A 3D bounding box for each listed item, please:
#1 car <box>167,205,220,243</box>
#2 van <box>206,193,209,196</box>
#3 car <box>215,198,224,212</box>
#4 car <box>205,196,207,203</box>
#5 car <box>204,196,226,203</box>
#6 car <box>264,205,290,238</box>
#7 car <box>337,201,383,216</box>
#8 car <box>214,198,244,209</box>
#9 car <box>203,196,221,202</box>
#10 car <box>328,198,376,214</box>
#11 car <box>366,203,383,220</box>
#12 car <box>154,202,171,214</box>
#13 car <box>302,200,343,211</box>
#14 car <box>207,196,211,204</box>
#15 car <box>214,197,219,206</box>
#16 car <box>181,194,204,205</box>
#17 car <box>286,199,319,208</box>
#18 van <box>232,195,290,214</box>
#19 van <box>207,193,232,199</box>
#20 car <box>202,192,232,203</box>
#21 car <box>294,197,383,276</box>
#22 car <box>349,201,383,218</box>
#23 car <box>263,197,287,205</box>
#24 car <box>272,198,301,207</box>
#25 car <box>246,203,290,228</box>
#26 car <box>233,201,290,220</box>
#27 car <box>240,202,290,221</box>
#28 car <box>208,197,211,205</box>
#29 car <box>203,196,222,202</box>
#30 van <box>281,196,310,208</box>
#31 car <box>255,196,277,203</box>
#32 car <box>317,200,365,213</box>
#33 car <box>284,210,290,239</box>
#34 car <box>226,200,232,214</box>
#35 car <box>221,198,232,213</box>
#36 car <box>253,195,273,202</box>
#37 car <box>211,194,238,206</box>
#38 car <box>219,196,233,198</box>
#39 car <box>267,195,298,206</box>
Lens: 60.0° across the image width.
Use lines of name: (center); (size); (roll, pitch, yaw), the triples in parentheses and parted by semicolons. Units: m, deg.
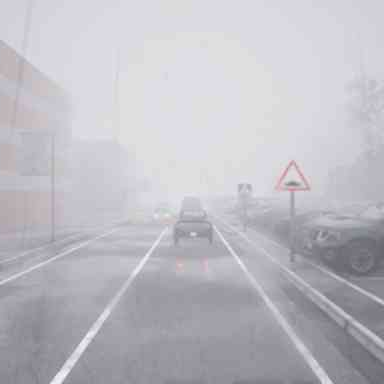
car: (0.053, 1.642, 16.928); (2.128, 1.511, 4.902); (0, 0, 0)
van: (5.636, 1.702, 69.354); (4.442, 1.987, 1.878); (0, 0, -1)
car: (5.750, 1.767, 38.251); (5.366, 1.575, 1.946); (0, -1, -1)
car: (5.559, 1.992, 66.529); (4.674, 1.452, 2.002); (0, 0, -1)
car: (5.553, 1.829, 80.658); (5.366, 1.575, 1.946); (0, 0, -1)
car: (6.233, 1.560, 15.651); (5.008, 1.535, 2.097); (0, -1, -1)
car: (18.533, 1.745, 35.791); (5.008, 1.535, 2.097); (0, -1, -1)
car: (5.778, 1.774, 52.382); (4.553, 1.767, 2.185); (0, -1, -1)
car: (5.283, 1.790, 89.133); (4.792, 1.488, 2.163); (0, 0, -1)
car: (18.531, 1.645, 38.616); (4.553, 1.767, 2.185); (0, -1, -1)
car: (18.645, 1.722, 30.021); (4.792, 1.488, 2.163); (0, -1, -1)
car: (-3.555, 1.888, 40.954); (2.033, 1.411, 5.357); (0, 0, 0)
car: (18.396, 1.848, 46.960); (4.892, 1.521, 2.231); (0, -1, -1)
car: (5.635, 2.012, 60.865); (4.674, 1.452, 2.002); (0, -1, -1)
car: (6.045, 1.819, 43.907); (5.366, 1.575, 1.946); (0, -1, -1)
car: (-0.085, 1.536, 38.106); (2.150, 2.045, 5.566); (0, -1, 0)
car: (18.310, 1.954, 55.428); (4.792, 1.488, 2.163); (0, -1, -1)
van: (6.166, 1.467, 29.781); (4.442, 1.987, 1.878); (0, -1, -1)
van: (5.710, 1.746, 63.824); (4.442, 1.987, 1.878); (0, 0, -1)
car: (5.453, 1.653, 72.177); (5.566, 2.045, 2.435); (0, 0, -1)
car: (6.286, 1.250, 10.002); (5.566, 2.045, 2.435); (0, -1, -1)
car: (18.580, 1.719, 32.968); (5.008, 1.535, 2.097); (0, -1, -1)
car: (18.025, 1.931, 72.516); (4.792, 1.488, 2.163); (0, 0, -1)
car: (18.161, 1.970, 64.034); (5.008, 1.535, 2.097); (0, 1, -1)
car: (6.160, 1.655, 21.301); (4.674, 1.452, 2.002); (0, -1, -1)
car: (6.058, 1.696, 26.952); (4.792, 1.488, 2.163); (0, -1, -1)
car: (6.128, 1.681, 24.126); (4.674, 1.452, 2.002); (0, -1, -1)
car: (5.703, 1.925, 55.206); (5.008, 1.535, 2.097); (0, -1, -1)
car: (5.294, 1.825, 86.306); (4.674, 1.452, 2.002); (0, 1, -1)
van: (18.123, 1.724, 58.255); (4.442, 1.987, 1.878); (0, -1, -1)
car: (17.938, 1.830, 80.986); (5.008, 1.535, 2.097); (0, 0, -1)
car: (18.468, 1.796, 41.438); (5.008, 1.535, 2.097); (0, -1, -1)
car: (6.274, 1.571, 12.824); (4.674, 1.452, 2.002); (0, -1, -1)
car: (6.009, 1.758, 32.602); (4.674, 1.452, 2.002); (0, -1, -1)
car: (6.159, 1.741, 35.431); (5.366, 1.575, 1.946); (0, -1, -1)
car: (17.876, 1.681, 83.683); (4.553, 1.767, 2.185); (0, 0, -1)
car: (5.850, 1.596, 46.732); (5.566, 2.045, 2.435); (0, -1, -1)
car: (5.929, 1.670, 41.080); (4.553, 1.767, 2.185); (0, -1, -1)
car: (18.101, 1.698, 66.867); (5.566, 2.045, 2.435); (0, 0, -1)
